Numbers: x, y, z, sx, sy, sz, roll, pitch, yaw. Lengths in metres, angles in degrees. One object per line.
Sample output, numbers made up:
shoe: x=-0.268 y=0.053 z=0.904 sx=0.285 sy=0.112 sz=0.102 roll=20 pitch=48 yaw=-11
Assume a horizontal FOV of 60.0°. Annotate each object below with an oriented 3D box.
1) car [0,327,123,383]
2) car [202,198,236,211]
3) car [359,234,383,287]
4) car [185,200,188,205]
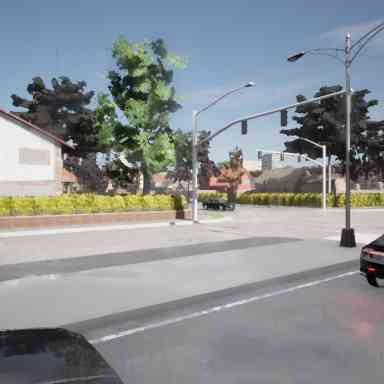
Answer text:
car: x=-2.969 y=1.547 z=1.628 sx=5.357 sy=1.411 sz=2.033 roll=0 pitch=0 yaw=-35
car: x=3.196 y=1.505 z=40.086 sx=1.837 sy=1.490 sz=4.892 roll=0 pitch=0 yaw=-36
car: x=5.998 y=1.492 z=8.063 sx=4.902 sy=1.511 sz=2.128 roll=0 pitch=0 yaw=-35
car: x=-2.558 y=1.352 z=48.003 sx=2.097 sy=1.767 sz=4.553 roll=0 pitch=0 yaw=-36
